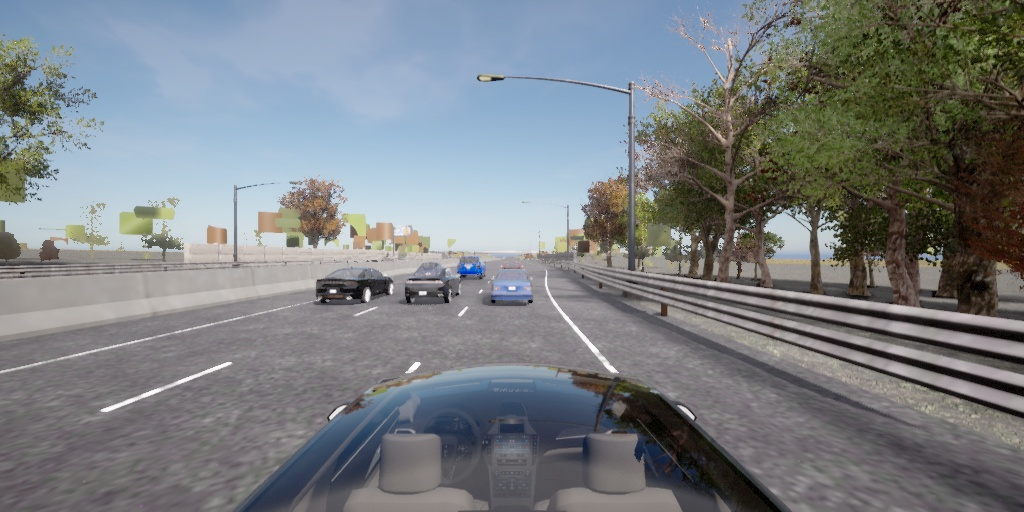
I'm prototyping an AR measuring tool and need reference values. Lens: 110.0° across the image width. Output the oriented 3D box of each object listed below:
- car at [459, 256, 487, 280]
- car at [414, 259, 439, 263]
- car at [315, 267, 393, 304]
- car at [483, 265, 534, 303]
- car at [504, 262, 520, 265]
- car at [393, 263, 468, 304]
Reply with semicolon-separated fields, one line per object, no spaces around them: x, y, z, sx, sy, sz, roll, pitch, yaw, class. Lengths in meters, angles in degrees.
-3.500;1.017;31.532;2.150;2.045;5.566;0;0;0;car
-7.000;1.276;31.501;1.837;1.490;4.892;0;0;0;car
-7.000;1.234;16.501;1.882;1.535;5.008;0;0;0;car
0.000;1.313;16.501;2.033;1.411;5.357;0;0;0;car
0.000;1.244;31.501;1.882;1.535;5.008;0;0;0;car
-3.500;1.245;16.501;2.128;1.511;4.902;0;0;0;car
